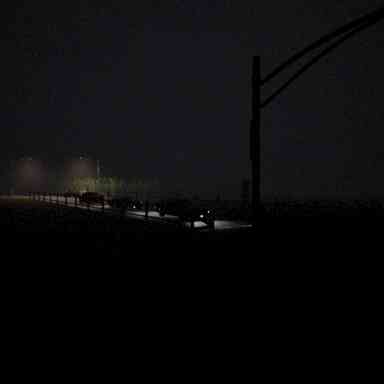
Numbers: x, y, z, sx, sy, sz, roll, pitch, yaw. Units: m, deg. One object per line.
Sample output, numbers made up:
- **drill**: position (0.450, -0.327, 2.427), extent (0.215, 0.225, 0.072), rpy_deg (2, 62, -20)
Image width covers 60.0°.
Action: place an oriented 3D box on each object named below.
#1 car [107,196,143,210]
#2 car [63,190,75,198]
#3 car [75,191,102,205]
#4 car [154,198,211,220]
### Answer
- **car**: position (-6.591, 1.051, 32.613), extent (1.895, 1.301, 4.718), rpy_deg (0, 1, -35)
- **car**: position (-22.525, 0.355, 62.016), extent (1.882, 1.535, 5.008), rpy_deg (0, 1, -35)
- **car**: position (-12.453, 0.743, 41.068), extent (1.882, 1.535, 5.008), rpy_deg (0, 1, -35)
- **car**: position (-0.855, 1.180, 24.361), extent (2.033, 1.411, 5.357), rpy_deg (0, 1, -35)
